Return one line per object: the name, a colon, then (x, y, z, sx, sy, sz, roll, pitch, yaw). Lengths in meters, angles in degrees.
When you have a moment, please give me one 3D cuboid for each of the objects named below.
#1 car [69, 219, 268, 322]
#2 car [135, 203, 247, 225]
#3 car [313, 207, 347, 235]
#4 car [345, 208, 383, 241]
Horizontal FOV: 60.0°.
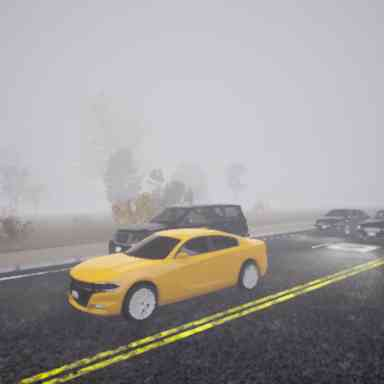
car: (-0.283, 1.633, 7.824, 5.008, 1.535, 1.882, 0, -1, -41)
car: (-0.199, 1.458, 12.202, 5.566, 2.045, 2.150, 1, -2, -41)
car: (9.270, 1.739, 20.361, 4.892, 1.490, 1.837, 0, -2, -41)
car: (10.019, 1.648, 16.716, 4.902, 1.511, 2.128, 0, -1, -40)
